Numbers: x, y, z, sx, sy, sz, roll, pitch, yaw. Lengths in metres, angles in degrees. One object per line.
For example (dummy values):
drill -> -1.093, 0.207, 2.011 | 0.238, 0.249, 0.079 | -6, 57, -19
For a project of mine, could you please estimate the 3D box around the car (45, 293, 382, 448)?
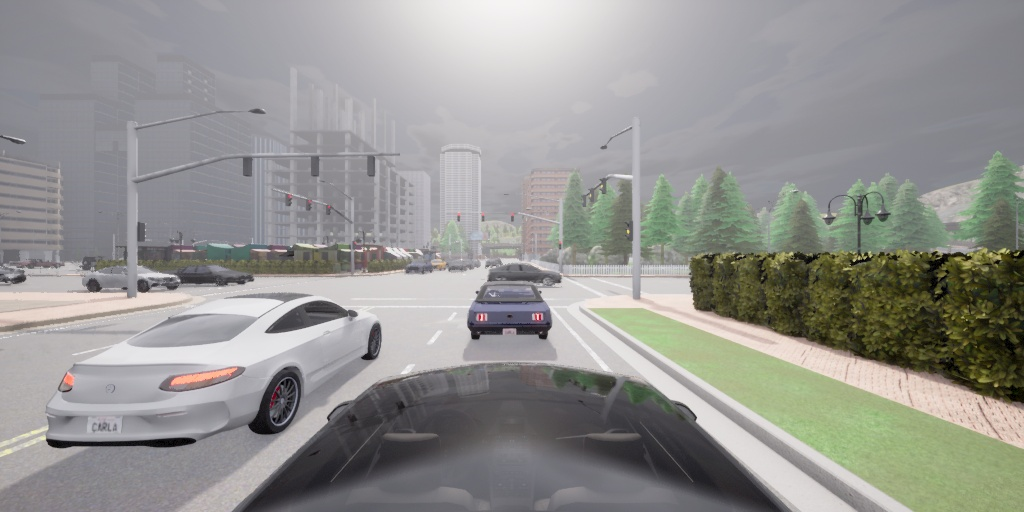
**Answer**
car -> -3.505, 1.276, 5.362 | 1.812, 1.442, 4.674 | 0, 0, -1

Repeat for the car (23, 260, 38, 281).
car -> -36.584, 1.241, 24.638 | 4.902, 1.511, 2.128 | 0, 0, 2

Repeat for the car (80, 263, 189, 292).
car -> -21.967, 1.276, 20.758 | 4.674, 1.442, 1.812 | 0, 0, 2

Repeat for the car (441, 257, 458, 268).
car -> -10.529, 1.102, 60.594 | 2.097, 1.767, 4.553 | 0, 0, 0

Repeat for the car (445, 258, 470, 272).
car -> -7.075, 1.255, 46.901 | 1.837, 1.490, 4.892 | 0, 0, 0

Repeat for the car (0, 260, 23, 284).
car -> -10.506, 0.971, 4.095 | 2.150, 2.045, 5.566 | 0, 0, 0

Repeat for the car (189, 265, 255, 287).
car -> -20.533, 1.297, 24.203 | 5.357, 1.411, 2.033 | 0, 0, 2

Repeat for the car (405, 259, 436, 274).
car -> -10.713, 1.102, 41.561 | 2.097, 1.767, 4.553 | 0, 0, 3

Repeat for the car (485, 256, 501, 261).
car -> -3.353, 1.255, 59.976 | 1.837, 1.490, 4.892 | 0, 0, 0

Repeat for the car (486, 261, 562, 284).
car -> 0.810, 1.255, 23.627 | 4.892, 1.490, 1.837 | 0, 0, 2

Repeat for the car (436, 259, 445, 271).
car -> -10.566, 1.228, 50.524 | 1.882, 1.535, 5.008 | 0, 0, 0

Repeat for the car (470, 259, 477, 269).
car -> -7.052, 1.255, 56.011 | 1.837, 1.490, 4.892 | 0, 0, 0

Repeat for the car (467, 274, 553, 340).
car -> -0.089, 1.351, 9.969 | 1.895, 1.301, 4.718 | 0, 0, -1
